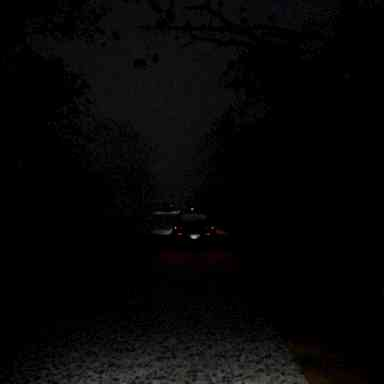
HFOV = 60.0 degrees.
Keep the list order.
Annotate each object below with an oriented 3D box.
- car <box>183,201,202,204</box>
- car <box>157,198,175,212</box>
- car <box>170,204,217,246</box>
[{"bbox_3d":[0.016,1.529,31.766,1.994,1.385,4.181,0,0,0],"label":"car"},{"bbox_3d":[-2.960,1.470,39.106,1.882,1.535,5.008,0,0,0],"label":"car"},{"bbox_3d":[0.080,1.504,14.920,1.812,1.442,4.674,0,0,0],"label":"car"}]
